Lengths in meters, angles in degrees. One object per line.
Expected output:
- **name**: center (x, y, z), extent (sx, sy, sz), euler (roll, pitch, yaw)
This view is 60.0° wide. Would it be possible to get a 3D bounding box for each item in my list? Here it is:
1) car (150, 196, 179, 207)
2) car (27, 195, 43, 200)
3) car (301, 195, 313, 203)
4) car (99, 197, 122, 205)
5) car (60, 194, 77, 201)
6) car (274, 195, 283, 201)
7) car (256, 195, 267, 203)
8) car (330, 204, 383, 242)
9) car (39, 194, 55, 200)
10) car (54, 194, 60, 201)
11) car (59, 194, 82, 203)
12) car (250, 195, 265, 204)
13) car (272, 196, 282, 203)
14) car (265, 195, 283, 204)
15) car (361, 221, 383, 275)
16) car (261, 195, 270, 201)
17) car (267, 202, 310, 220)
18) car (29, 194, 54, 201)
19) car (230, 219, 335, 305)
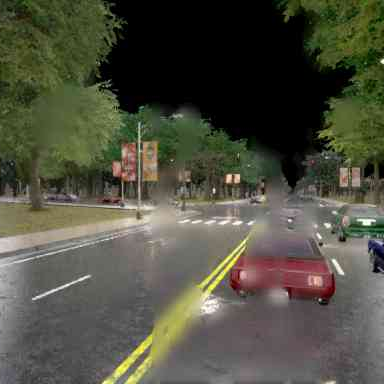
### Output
- **car**: center (-4.024, 1.407, 48.734), extent (4.902, 1.511, 2.128), euler (0, 0, 40)
- **car**: center (-39.090, 1.297, 82.629), extent (4.718, 1.301, 1.895), euler (0, 0, 40)
- **car**: center (25.201, 1.509, 72.213), extent (1.837, 1.490, 4.892), euler (0, 0, 17)
- **car**: center (-13.916, 1.451, 57.077), extent (4.718, 1.301, 1.895), euler (0, 0, 40)
- **car**: center (-29.259, 1.261, 78.600), extent (4.674, 1.442, 1.812), euler (0, 0, 40)
- **car**: center (21.506, 1.489, 82.308), extent (1.882, 1.535, 5.008), euler (0, 0, 17)
- **car**: center (15.263, 1.486, 73.076), extent (1.882, 1.535, 5.008), euler (0, 0, 17)
- **car**: center (8.055, 1.352, 16.197), extent (2.097, 1.767, 4.553), euler (0, 0, 17)
- **car**: center (-37.116, 1.225, 85.216), extent (4.674, 1.442, 1.812), euler (0, 0, 40)
- **car**: center (-30.803, 1.265, 75.652), extent (4.902, 1.511, 2.128), euler (0, 0, 40)
- **car**: center (-23.515, 1.316, 65.266), extent (4.674, 1.442, 1.812), euler (0, 0, 40)
- **car**: center (12.317, 1.554, 63.633), extent (2.033, 1.411, 5.357), euler (0, 0, 18)
- **car**: center (18.455, 1.604, 72.396), extent (1.895, 1.301, 4.718), euler (0, 0, 17)
- **car**: center (15.392, 1.554, 62.591), extent (2.033, 1.411, 5.357), euler (0, 0, 18)
- **car**: center (5.455, 1.601, 7.593), extent (1.895, 1.301, 4.718), euler (0, 0, 17)
- **car**: center (18.285, 1.535, 82.887), extent (1.812, 1.442, 4.674), euler (0, 0, 17)
- **car**: center (4.920, 1.505, 17.065), extent (1.837, 1.490, 4.892), euler (0, 0, 17)
- **car**: center (-33.429, 1.260, 73.614), extent (4.902, 1.511, 2.128), euler (0, 0, 40)
- **car**: center (2.247, 1.601, 8.200), extent (1.895, 1.301, 4.718), euler (0, 0, 17)
